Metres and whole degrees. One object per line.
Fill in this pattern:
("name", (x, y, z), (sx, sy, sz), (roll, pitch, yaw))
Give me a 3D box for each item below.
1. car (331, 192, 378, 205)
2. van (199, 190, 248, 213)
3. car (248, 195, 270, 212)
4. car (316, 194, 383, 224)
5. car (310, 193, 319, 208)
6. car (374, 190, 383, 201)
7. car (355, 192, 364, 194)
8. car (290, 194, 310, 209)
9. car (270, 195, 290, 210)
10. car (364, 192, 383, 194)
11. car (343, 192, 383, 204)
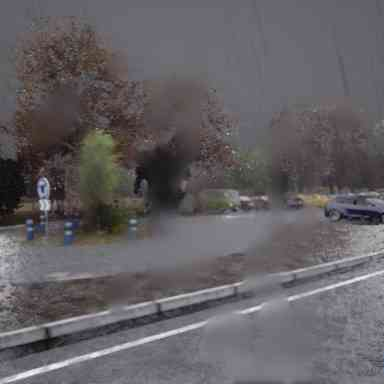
("car", (20.639, 0.820, 42.480), (2.097, 1.535, 5.008), (-2, 1, -35))
("van", (2.527, 0.778, 29.654), (1.878, 1.987, 4.442), (0, 1, -35))
("car", (4.643, 1.043, 31.293), (2.002, 1.452, 4.674), (0, 0, -35))
("car", (10.039, 1.039, 19.065), (2.163, 1.488, 4.792), (0, 0, -35))
("car", (11.493, 0.979, 36.311), (1.946, 1.575, 5.366), (-1, 0, -35))
("car", (29.876, 0.505, 48.725), (1.946, 1.575, 5.366), (-2, 1, -35))
("car", (18.354, 0.876, 40.881), (2.097, 1.535, 5.008), (-1, 1, -35))
("car", (9.295, 1.028, 34.581), (2.163, 1.488, 4.792), (0, 0, -35))
("car", (6.924, 1.045, 32.890), (2.002, 1.452, 4.674), (0, 0, -35))
("car", (14.568, 0.886, 22.309), (2.185, 1.767, 4.553), (0, 0, -35))
("car", (23.030, 0.752, 44.152), (2.231, 1.521, 4.892), (-2, 1, -35))
